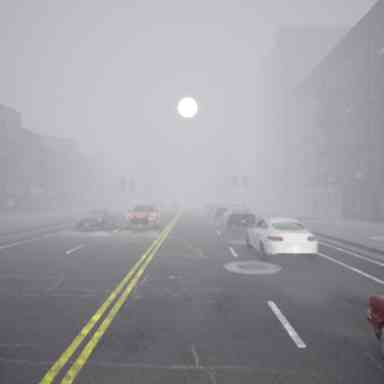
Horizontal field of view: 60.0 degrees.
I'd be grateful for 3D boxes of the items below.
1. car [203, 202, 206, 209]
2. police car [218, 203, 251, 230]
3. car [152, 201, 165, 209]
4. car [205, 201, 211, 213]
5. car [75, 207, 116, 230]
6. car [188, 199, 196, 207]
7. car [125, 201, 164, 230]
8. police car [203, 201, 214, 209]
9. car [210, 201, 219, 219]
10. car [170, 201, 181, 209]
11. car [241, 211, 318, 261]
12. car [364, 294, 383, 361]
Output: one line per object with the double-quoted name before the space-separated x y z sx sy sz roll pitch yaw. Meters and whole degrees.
"car" 3.264 2.349 56.687 1.882 1.535 5.008 0 -1 0
"police car" 3.256 1.708 23.797 1.930 1.638 5.238 0 -1 0
"car" -6.498 2.584 65.096 2.128 1.511 4.902 0 -2 1
"car" 3.262 2.198 45.684 1.994 1.385 4.181 0 -1 0
"car" -6.593 1.800 23.226 1.812 1.442 4.674 0 -1 0
"car" 0.019 2.883 78.279 2.033 1.411 5.357 0 -2 0
"car" -3.343 1.630 23.482 2.097 1.767 4.553 0 -1 0
"police car" 3.267 2.664 67.688 2.038 1.542 4.974 0 -2 0
"car" 3.259 1.926 34.685 1.882 1.535 5.008 0 -1 0
"car" -3.247 2.583 65.095 1.837 1.490 4.892 0 -1 1
"car" 3.254 1.642 12.685 1.812 1.442 4.674 0 -1 0
"car" 3.359 1.616 2.558 1.895 1.301 4.718 0 0 0
